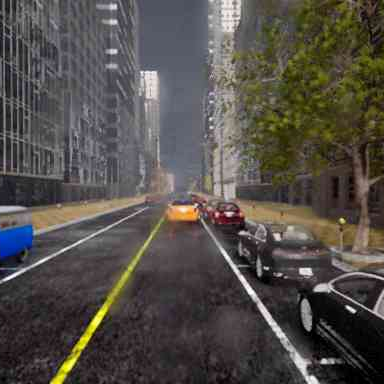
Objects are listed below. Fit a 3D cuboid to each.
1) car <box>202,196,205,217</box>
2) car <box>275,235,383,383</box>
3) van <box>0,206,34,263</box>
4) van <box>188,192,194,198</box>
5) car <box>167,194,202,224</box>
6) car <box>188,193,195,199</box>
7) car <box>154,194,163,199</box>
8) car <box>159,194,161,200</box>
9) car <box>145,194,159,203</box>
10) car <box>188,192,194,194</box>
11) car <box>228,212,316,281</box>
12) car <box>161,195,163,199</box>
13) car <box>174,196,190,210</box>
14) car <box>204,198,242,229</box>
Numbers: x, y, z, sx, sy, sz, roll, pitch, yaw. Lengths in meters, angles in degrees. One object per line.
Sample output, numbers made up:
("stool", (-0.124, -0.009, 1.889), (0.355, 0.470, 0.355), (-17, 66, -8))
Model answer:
("car", (1.876, 1.301, 26.568), (1.967, 1.590, 4.097), (0, 0, -2))
("car", (2.606, 1.522, 3.811), (2.008, 1.369, 4.403), (0, 0, -2))
("van", (-5.954, 1.327, 9.235), (1.690, 1.788, 3.998), (0, 0, -2))
("van", (-0.310, 0.795, 94.841), (1.690, 1.788, 3.998), (0, 0, -2))
("car", (-0.637, 1.238, 23.798), (2.097, 1.767, 4.553), (0, 0, -2))
("car", (-0.128, 1.058, 89.151), (1.947, 1.339, 4.313), (0, 0, -2))
("car", (-8.322, 1.136, 83.203), (1.947, 1.339, 4.313), (0, 0, -2))
("car", (-7.775, 1.260, 66.135), (1.802, 1.307, 4.206), (0, 0, -2))
("car", (-7.593, 1.257, 60.444), (1.887, 1.381, 4.507), (0, 0, -2))
("car", (0.601, 1.203, 66.395), (1.947, 1.339, 4.313), (0, 0, -2))
("car", (2.423, 1.496, 9.500), (2.008, 1.369, 4.403), (0, 0, -2))
("car", (-8.140, 1.151, 77.513), (1.887, 1.381, 4.507), (0, 0, -2))
("car", (-1.167, 1.326, 40.462), (1.812, 1.442, 4.674), (0, 1, -2))
("car", (2.059, 1.330, 20.879), (1.967, 1.590, 4.097), (0, 0, -2))
